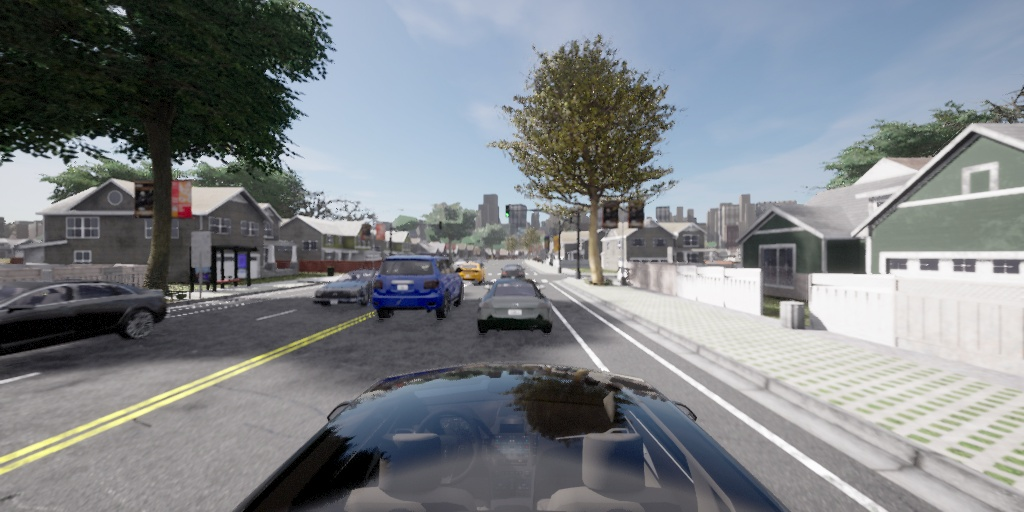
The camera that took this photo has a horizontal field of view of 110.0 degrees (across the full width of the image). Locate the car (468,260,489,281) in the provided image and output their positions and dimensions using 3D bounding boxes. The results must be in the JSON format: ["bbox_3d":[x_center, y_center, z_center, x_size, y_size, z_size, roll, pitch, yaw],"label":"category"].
[{"bbox_3d":[-3.156,1.307,28.131,1.882,1.535,5.008,0,0,0],"label":"car"}]

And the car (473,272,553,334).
[{"bbox_3d":[0.081,1.342,10.720,1.994,1.385,4.181,0,0,0],"label":"car"}]

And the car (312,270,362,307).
[{"bbox_3d":[-6.577,1.342,15.944,2.033,1.411,5.357,0,0,0],"label":"car"}]

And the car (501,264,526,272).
[{"bbox_3d":[0.095,1.354,27.572,1.812,1.442,4.674,0,0,0],"label":"car"}]

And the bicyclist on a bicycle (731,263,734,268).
[{"bbox_3d":[19.654,1.467,31.725,0.582,1.620,1.656,1,0,-1],"label":"bicyclist on a bicycle"}]

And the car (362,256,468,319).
[{"bbox_3d":[-3.159,1.007,13.060,2.150,2.045,5.566,0,0,0],"label":"car"}]

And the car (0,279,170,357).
[{"bbox_3d":[-9.845,1.259,7.237,2.128,1.511,4.902,0,0,0],"label":"car"}]
